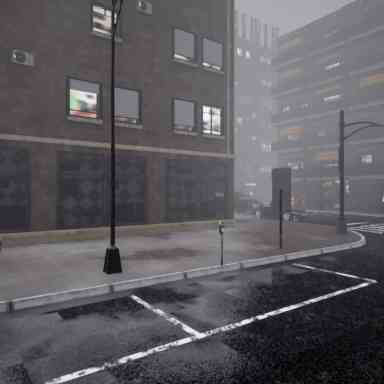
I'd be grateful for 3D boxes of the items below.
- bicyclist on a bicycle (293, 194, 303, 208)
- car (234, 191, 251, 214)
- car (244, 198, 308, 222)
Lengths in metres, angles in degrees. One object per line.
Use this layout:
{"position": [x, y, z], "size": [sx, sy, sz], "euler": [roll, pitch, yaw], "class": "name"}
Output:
{"position": [11.563, 1.011, 36.210], "size": [1.656, 1.620, 0.582], "euler": [0, 1, -36], "class": "bicyclist on a bicycle"}
{"position": [4.128, 0.916, 31.579], "size": [2.150, 2.045, 5.566], "euler": [0, 1, -36], "class": "car"}
{"position": [6.298, 1.342, 24.197], "size": [2.008, 1.369, 4.403], "euler": [1, 0, -36], "class": "car"}
